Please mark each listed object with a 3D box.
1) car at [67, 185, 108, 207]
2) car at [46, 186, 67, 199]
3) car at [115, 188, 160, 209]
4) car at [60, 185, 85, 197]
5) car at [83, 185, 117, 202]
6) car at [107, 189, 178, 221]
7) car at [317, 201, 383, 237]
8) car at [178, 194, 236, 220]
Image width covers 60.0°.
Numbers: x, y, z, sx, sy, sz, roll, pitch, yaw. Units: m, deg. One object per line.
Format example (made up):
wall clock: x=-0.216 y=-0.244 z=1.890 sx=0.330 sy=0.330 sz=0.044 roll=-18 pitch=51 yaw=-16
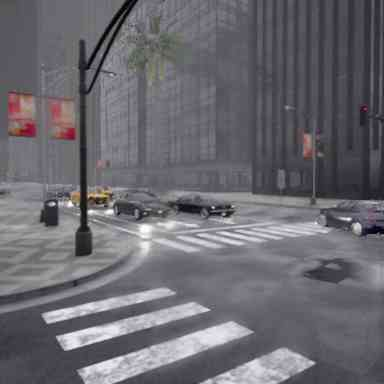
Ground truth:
car: x=-8.320 y=0.358 z=27.039 sx=1.882 sy=1.535 sz=5.008 roll=-1 pitch=3 yaw=-35
car: x=-14.131 y=0.112 z=35.317 sx=1.895 sy=1.301 sz=4.718 roll=-1 pitch=3 yaw=-35
car: x=-4.557 y=0.469 z=27.342 sx=1.994 sy=1.385 sz=4.181 roll=-1 pitch=3 yaw=-35
car: x=-15.347 y=-0.216 z=42.734 sx=1.994 sy=1.385 sz=4.181 roll=-1 pitch=3 yaw=-35
car: x=-9.645 y=0.058 z=34.573 sx=1.882 sy=1.535 sz=5.008 roll=-1 pitch=3 yaw=-35
car: x=-3.062 y=0.724 z=19.561 sx=1.837 sy=1.490 sz=4.892 roll=-1 pitch=3 yaw=-35
car: x=7.333 y=1.072 z=14.773 sx=1.994 sy=1.385 sz=4.181 roll=0 pitch=3 yaw=-7
car: x=0.500 y=0.831 z=20.164 sx=1.895 sy=1.301 sz=4.718 roll=-1 pitch=3 yaw=-36
